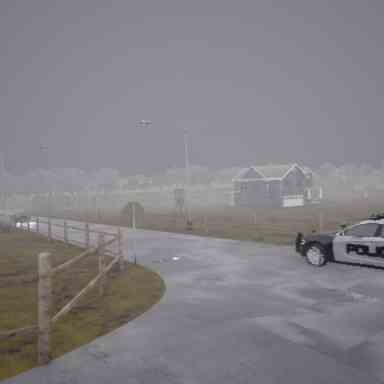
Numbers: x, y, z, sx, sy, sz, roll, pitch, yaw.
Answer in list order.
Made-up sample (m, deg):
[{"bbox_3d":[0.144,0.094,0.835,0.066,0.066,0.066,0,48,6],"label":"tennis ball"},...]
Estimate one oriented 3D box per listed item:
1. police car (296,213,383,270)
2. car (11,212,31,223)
[{"bbox_3d":[5.512,1.470,9.865,1.930,1.638,5.238,-1,-2,-36],"label":"police car"},{"bbox_3d":[-23.791,3.479,46.252,1.895,1.301,4.718,-2,-1,-36],"label":"car"}]
